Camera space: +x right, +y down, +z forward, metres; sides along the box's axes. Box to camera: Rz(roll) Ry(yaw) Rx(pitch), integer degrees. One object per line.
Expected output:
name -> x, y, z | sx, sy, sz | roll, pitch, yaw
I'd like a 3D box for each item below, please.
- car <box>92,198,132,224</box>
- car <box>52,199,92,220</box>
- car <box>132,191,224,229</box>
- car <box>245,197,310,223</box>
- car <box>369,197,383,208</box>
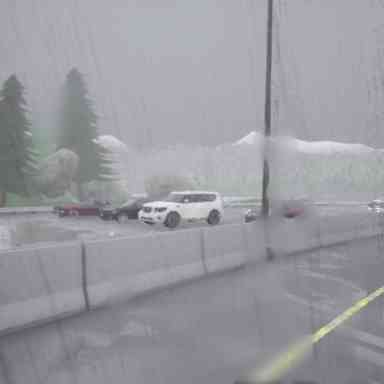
car -> -3.626, 1.129, 21.779 | 5.008, 1.535, 1.882 | 1, 1, -43
car -> -7.169, 1.158, 23.264 | 4.718, 1.301, 1.895 | 1, 1, -44
car -> -0.472, 0.962, 19.976 | 5.566, 2.045, 2.150 | 1, 1, -43
car -> 5.313, 1.210, 20.483 | 4.553, 1.767, 2.097 | 1, 1, -41
car -> 28.297, 1.529, 49.370 | 4.674, 1.442, 1.812 | 1, 1, -28
